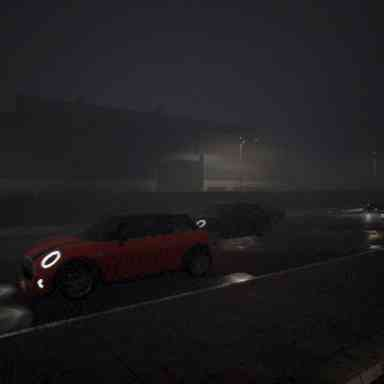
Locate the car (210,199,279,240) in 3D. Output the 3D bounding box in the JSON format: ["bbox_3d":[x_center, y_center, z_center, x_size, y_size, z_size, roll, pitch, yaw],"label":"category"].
[{"bbox_3d":[1.408,1.230,14.803,4.553,1.767,2.097,-1,1,-35],"label":"car"}]

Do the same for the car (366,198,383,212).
[{"bbox_3d":[18.234,1.206,30.982,4.718,1.301,1.895,-1,1,-35],"label":"car"}]

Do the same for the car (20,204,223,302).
[{"bbox_3d":[-1.714,1.308,8.292,4.553,1.767,2.097,-1,0,-35],"label":"car"}]

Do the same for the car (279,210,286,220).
[{"bbox_3d":[3.611,1.416,20.649,4.718,1.301,1.895,-1,1,-35],"label":"car"}]
